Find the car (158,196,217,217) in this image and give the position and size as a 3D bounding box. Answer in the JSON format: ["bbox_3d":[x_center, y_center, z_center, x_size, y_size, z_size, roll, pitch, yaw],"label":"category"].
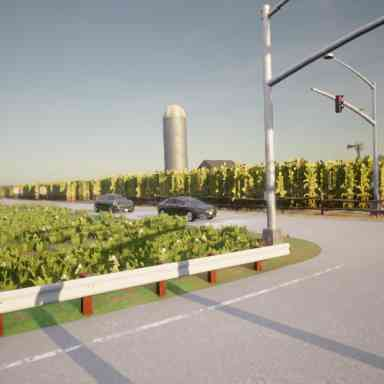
[{"bbox_3d":[-0.430,1.080,22.233,1.837,1.490,4.892,-3,2,-40],"label":"car"}]

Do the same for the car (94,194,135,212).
[{"bbox_3d":[-7.070,0.967,30.048,2.097,1.767,4.553,-3,2,-40],"label":"car"}]
